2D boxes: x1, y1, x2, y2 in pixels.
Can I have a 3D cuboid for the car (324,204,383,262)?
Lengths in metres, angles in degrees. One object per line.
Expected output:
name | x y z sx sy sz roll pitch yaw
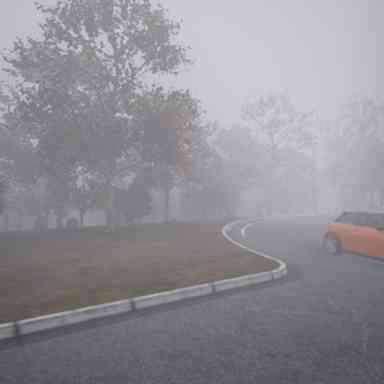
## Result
car | 6.442 1.398 10.708 2.097 1.767 4.553 0 0 -17
